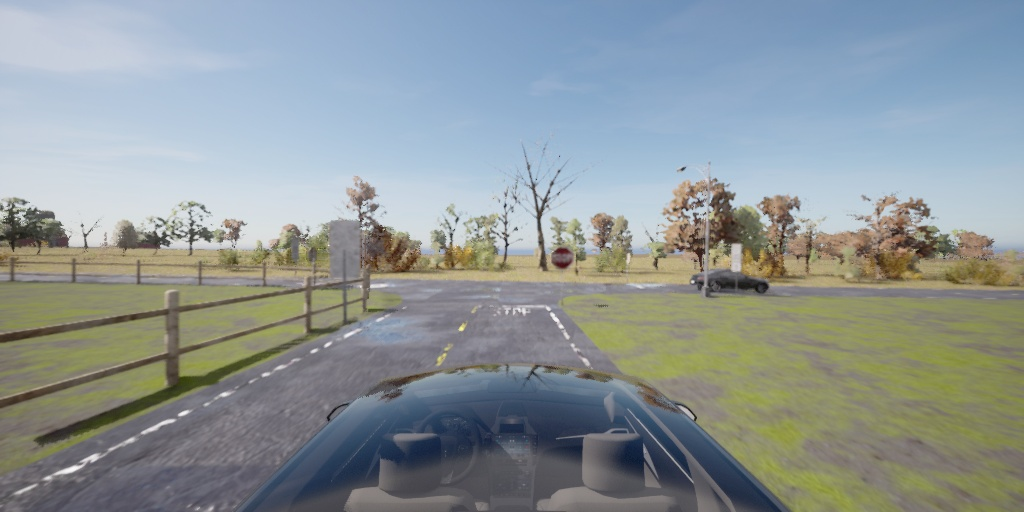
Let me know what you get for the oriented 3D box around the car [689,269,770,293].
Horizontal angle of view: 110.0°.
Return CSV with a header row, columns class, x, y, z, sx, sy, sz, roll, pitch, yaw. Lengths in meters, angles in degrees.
class,x,y,z,sx,sy,sz,roll,pitch,yaw
car,13.907,1.551,23.053,4.674,1.442,1.812,1,1,0
